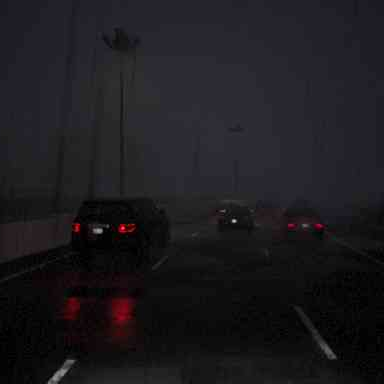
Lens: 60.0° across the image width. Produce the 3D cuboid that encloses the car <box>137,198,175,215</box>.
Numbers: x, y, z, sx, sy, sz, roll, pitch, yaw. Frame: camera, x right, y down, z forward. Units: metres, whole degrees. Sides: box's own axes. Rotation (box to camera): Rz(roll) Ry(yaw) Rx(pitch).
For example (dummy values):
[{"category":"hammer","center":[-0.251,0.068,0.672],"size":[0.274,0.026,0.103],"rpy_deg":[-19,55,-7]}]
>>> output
[{"category":"car","center":[-3.711,1.473,35.352],"size":[1.882,1.535,5.008],"rpy_deg":[0,0,21]}]

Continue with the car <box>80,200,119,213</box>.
[{"category":"car","center":[-10.359,1.583,37.612],"size":[1.895,1.301,4.718],"rpy_deg":[0,0,21]}]

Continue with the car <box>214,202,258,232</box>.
[{"category":"car","center":[2.775,1.571,20.191],"size":[1.994,1.385,4.181],"rpy_deg":[0,0,13]}]

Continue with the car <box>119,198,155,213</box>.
[{"category":"car","center":[-6.265,1.495,38.403],"size":[1.837,1.490,4.892],"rpy_deg":[0,0,22]}]

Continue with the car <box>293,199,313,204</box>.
[{"category":"car","center":[12.094,1.518,36.351],"size":[2.128,1.511,4.902],"rpy_deg":[0,0,25]}]

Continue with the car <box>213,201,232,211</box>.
[{"category":"car","center":[3.733,1.611,34.743],"size":[1.895,1.301,4.718],"rpy_deg":[0,0,22]}]

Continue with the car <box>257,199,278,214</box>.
[{"category":"car","center":[8.198,1.511,36.234],"size":[2.128,1.511,4.902],"rpy_deg":[0,0,24]}]

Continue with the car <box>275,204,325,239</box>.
[{"category":"car","center":[5.632,1.560,17.421],"size":[2.033,1.411,5.357],"rpy_deg":[0,0,12]}]

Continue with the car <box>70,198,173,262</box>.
[{"category":"car","center":[-2.350,1.218,12.282],"size":[2.150,2.045,5.566],"rpy_deg":[0,0,8]}]
